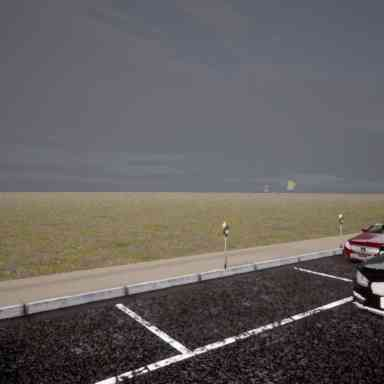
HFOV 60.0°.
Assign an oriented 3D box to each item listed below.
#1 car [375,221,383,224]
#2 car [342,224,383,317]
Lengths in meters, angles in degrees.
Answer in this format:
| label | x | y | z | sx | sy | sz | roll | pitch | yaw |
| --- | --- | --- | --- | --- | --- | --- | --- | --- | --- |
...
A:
| label | x | y | z | sx | sy | sz | roll | pitch | yaw |
| --- | --- | --- | --- | --- | --- | --- | --- | --- | --- |
| car | 6.624 | 1.585 | 10.785 | 4.206 | 1.307 | 1.802 | 0 | 1 | -35 |
| car | 5.108 | 1.493 | 6.572 | 4.902 | 1.511 | 2.128 | 0 | 0 | -35 |
